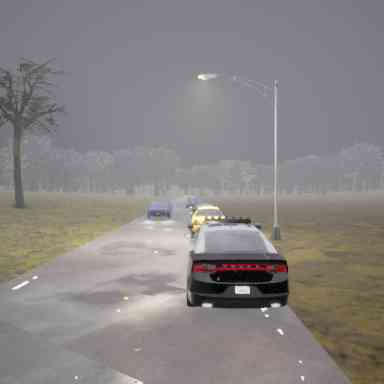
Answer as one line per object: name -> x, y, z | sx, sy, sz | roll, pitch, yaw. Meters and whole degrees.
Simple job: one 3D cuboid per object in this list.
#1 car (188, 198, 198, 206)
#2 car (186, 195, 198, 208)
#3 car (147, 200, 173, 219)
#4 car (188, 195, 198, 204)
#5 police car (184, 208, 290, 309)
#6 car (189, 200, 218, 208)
car -> 0.875, 1.453, 23.993 | 1.882, 1.535, 5.008 | 0, 0, 0
car -> 0.131, 1.467, 45.829 | 2.033, 1.411, 5.357 | 0, 0, 1
car -> -2.690, 1.444, 28.726 | 1.882, 1.535, 5.008 | 0, 0, 0
car -> 0.132, 1.374, 63.149 | 1.812, 1.442, 4.674 | 0, 0, 0
police car -> 0.842, 1.420, 8.101 | 1.930, 1.638, 5.238 | 0, 0, 0
car -> 0.863, 1.439, 18.181 | 1.801, 1.575, 5.366 | 0, 0, 0
